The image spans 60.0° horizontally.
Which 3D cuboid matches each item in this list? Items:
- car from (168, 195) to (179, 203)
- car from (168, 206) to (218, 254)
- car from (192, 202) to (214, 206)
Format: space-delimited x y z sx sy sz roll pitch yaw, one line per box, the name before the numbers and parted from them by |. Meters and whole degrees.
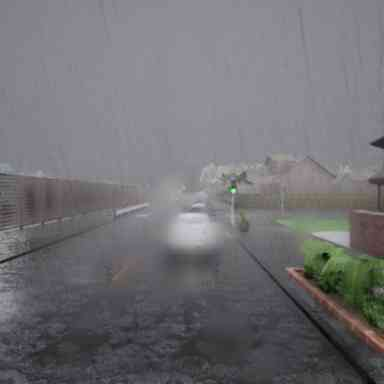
car | -3.994 1.398 71.842 2.097 1.767 4.553 0 0 0
car | 0.050 1.534 13.458 1.812 1.442 4.674 0 0 1
car | 0.874 1.543 28.455 1.812 1.442 4.674 0 0 13
